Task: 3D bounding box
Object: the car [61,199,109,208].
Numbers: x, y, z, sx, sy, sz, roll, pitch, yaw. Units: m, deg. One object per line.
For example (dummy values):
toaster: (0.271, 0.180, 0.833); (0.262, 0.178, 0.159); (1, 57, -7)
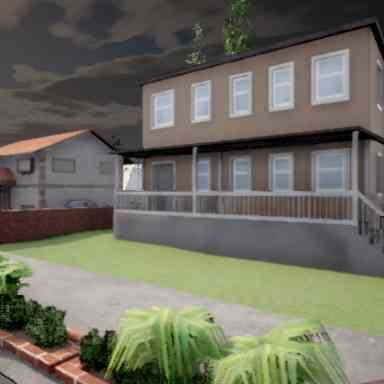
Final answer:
car: (-6.153, 1.178, 20.450); (1.845, 1.501, 3.633); (0, 0, 36)
